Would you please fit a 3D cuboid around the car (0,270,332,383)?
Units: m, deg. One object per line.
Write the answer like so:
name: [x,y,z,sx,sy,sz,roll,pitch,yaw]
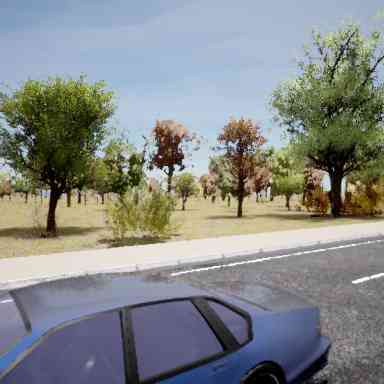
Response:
car: [-0.978,1.547,2.965,5.357,1.411,2.033,0,0,-35]
